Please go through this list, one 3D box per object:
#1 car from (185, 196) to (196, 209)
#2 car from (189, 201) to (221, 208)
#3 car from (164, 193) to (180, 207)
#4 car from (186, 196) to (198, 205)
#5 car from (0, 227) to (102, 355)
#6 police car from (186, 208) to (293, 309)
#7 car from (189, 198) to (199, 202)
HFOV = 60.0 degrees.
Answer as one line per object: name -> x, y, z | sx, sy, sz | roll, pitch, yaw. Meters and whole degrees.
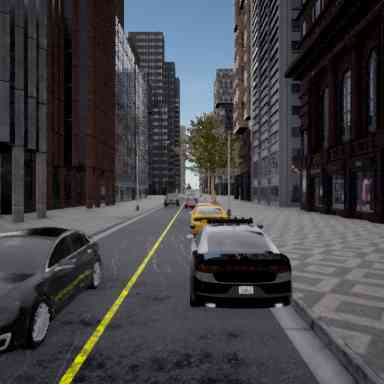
car -> 0.013, 1.563, 45.951 | 1.994, 1.385, 4.181 | 0, 0, 1
car -> 0.897, 1.478, 18.005 | 1.882, 1.535, 5.008 | 0, 0, 0
car -> -3.006, 1.220, 50.109 | 2.150, 2.045, 5.566 | 0, 0, 0
car -> -0.008, 1.475, 58.558 | 1.882, 1.535, 5.008 | 0, 0, 0
car -> -3.100, 1.505, 6.324 | 1.837, 1.490, 4.892 | 0, 0, 0
police car -> 0.899, 1.425, 8.115 | 1.930, 1.638, 5.238 | 0, 0, 0
car -> 0.896, 1.455, 24.196 | 1.801, 1.575, 5.366 | 0, 0, 0
